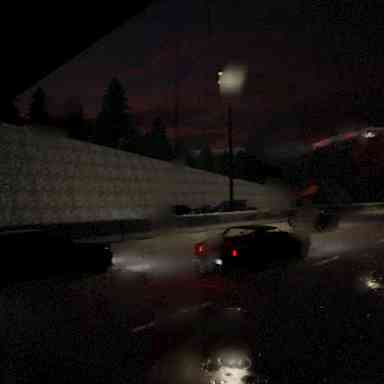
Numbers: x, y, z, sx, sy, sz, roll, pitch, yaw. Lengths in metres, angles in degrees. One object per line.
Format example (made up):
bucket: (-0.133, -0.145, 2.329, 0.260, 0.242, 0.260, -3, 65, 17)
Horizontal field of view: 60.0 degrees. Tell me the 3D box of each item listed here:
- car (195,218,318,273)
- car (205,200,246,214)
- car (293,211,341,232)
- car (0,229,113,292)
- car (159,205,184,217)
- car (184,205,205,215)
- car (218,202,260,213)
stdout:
car: (2.349, 1.808, 11.596, 1.895, 1.301, 4.718, -2, -2, 44)
car: (4.535, 1.955, 39.336, 2.150, 2.045, 5.566, -2, -1, 44)
car: (8.618, 1.945, 23.132, 1.895, 1.301, 4.718, -2, -2, 44)
car: (-4.536, 1.797, 9.502, 1.812, 1.442, 4.674, -2, -2, 44)
car: (-2.020, 2.407, 42.616, 1.837, 1.490, 4.892, -2, -1, 44)
car: (1.786, 2.313, 41.513, 2.128, 1.511, 4.902, -2, -2, 44)
car: (5.412, 2.130, 35.201, 2.128, 1.511, 4.902, -2, -2, 44)
